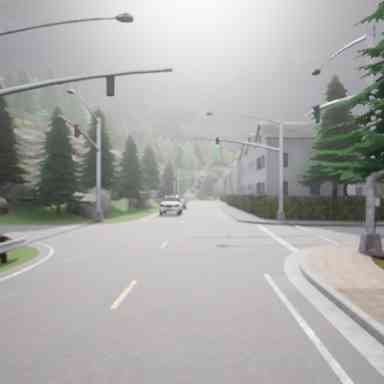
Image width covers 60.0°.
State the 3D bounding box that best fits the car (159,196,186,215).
[{"bbox_3d":[-2.236,1.425,36.596,2.150,2.045,5.566,0,0,2],"label":"car"}]
